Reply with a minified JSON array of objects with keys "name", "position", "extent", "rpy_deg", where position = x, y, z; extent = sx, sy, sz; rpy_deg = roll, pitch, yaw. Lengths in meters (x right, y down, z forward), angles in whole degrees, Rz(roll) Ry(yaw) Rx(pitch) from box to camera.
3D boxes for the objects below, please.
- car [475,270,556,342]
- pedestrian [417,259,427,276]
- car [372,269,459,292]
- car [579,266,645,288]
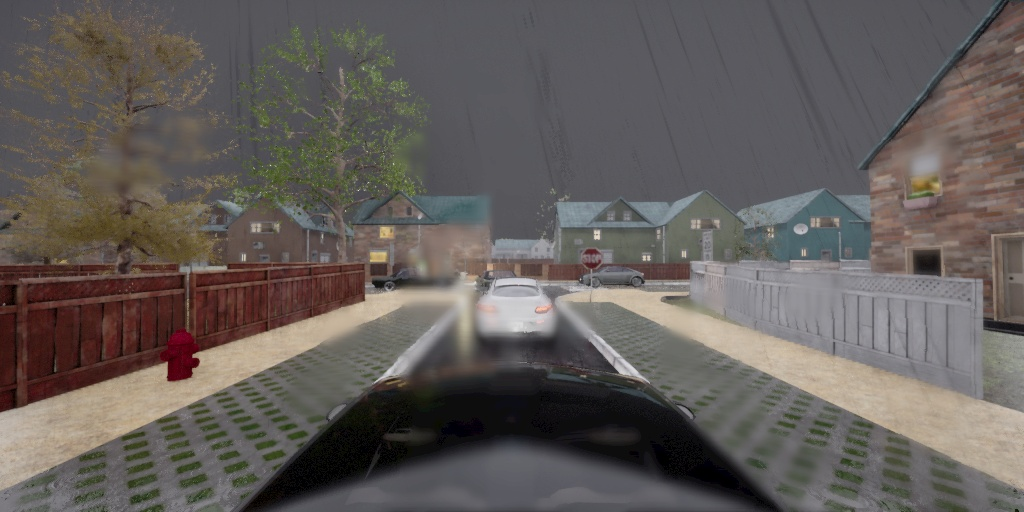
[{"name":"car","position":[0.100,1.279,9.707],"extent":[1.812,1.442,4.674],"rpy_deg":[0,0,0]},{"name":"pedestrian","position":[-6.711,1.118,26.793],"extent":[0.375,1.860,0.375],"rpy_deg":[0,-1,1]},{"name":"car","position":[-5.490,1.416,20.909],"extent":[4.718,1.301,1.895],"rpy_deg":[-1,-1,1]},{"name":"car","position":[6.529,1.344,23.704],"extent":[4.181,1.385,1.994],"rpy_deg":[0,-1,1]}]
